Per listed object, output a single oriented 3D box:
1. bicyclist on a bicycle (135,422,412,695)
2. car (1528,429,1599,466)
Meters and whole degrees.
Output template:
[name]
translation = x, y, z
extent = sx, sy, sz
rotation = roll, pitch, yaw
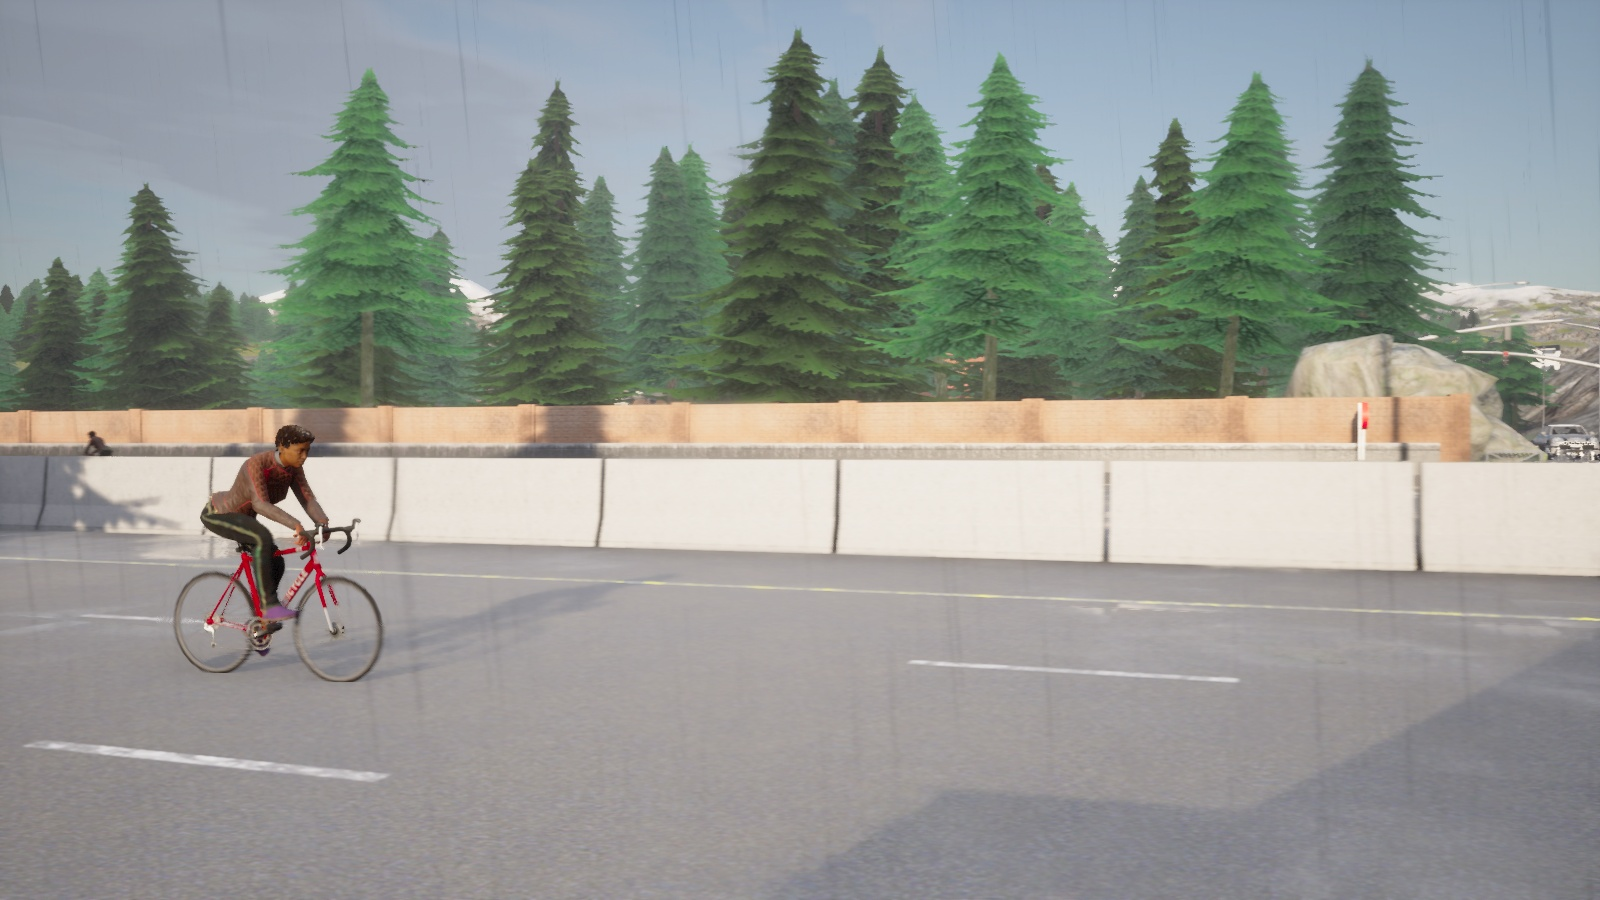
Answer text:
[bicyclist on a bicycle]
translation = -3.359, 0.638, 8.015
extent = 1.656, 1.620, 0.582
rotation = 1, 1, 19
[car]
translation = 32.265, -0.132, 53.015
extent = 1.970, 1.475, 3.806
rotation = 1, 1, 19
